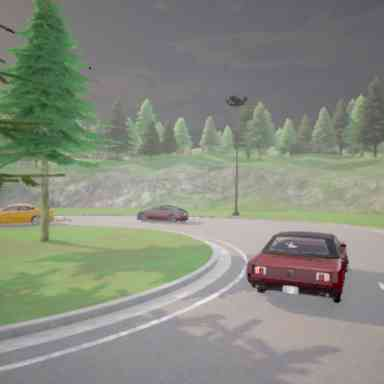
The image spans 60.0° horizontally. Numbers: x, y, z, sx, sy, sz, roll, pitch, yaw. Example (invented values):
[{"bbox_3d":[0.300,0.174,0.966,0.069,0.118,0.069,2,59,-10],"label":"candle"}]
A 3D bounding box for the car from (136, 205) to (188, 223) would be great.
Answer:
[{"bbox_3d":[-2.401,1.741,27.000,4.181,1.385,1.994,0,-1,23],"label":"car"}]

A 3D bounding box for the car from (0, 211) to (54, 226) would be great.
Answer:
[{"bbox_3d":[-12.333,1.581,23.266,5.008,1.535,1.882,0,-1,-21],"label":"car"}]

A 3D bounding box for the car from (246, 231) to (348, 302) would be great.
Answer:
[{"bbox_3d":[2.939,1.676,8.616,1.895,1.301,4.718,0,0,26],"label":"car"}]
